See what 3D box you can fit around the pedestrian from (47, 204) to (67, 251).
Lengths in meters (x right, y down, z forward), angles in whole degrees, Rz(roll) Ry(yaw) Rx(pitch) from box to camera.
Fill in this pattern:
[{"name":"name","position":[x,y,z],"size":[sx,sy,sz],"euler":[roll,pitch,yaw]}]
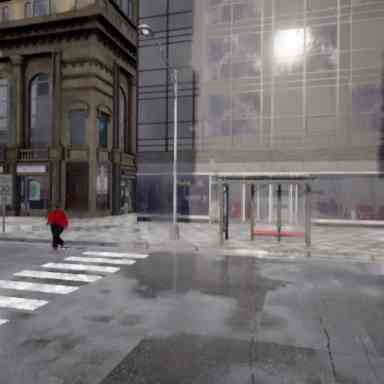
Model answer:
[{"name":"pedestrian","position":[-5.107,1.272,12.620],"size":[0.375,1.860,0.375],"euler":[1,1,16]}]
